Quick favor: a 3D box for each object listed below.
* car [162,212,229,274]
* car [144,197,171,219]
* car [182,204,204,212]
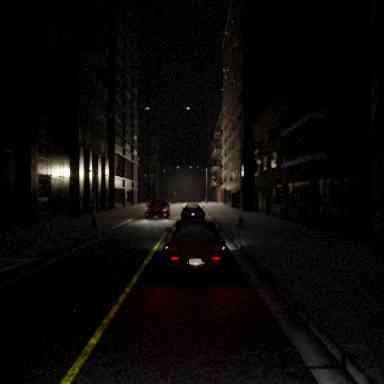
[{"bbox_3d":[0.093,1.584,10.630,1.812,1.442,4.674,0,0,0],"label":"car"},{"bbox_3d":[-3.093,1.516,30.644,2.097,1.767,4.553,0,0,0],"label":"car"},{"bbox_3d":[0.078,1.716,27.918,1.994,1.385,4.181,0,0,0],"label":"car"}]
